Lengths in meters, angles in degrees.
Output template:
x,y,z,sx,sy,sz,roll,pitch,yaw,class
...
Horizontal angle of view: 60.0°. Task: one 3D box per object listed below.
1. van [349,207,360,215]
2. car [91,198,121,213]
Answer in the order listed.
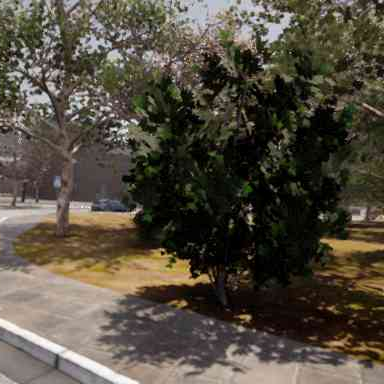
x,y,z,sx,sy,sz,roll,pitch,yaw,class
40.911,4.717,84.406,4.442,1.987,1.878,3,0,-38,van
-7.274,1.319,31.222,1.994,1.385,4.181,2,-3,41,car
